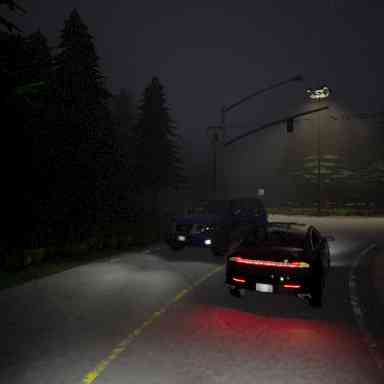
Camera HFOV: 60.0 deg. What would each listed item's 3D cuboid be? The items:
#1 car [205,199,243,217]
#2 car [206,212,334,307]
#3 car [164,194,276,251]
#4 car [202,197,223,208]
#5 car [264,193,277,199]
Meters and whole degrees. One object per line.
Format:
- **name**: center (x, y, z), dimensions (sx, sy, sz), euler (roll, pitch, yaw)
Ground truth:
- **car**: center (3.006, 1.518, 32.772), dimensions (2.128, 1.511, 4.902), euler (0, 0, -15)
- **car**: center (2.296, 1.492, 8.128), dimensions (2.128, 1.511, 4.902), euler (0, 0, 25)
- **car**: center (1.233, 1.222, 13.562), dimensions (2.150, 2.045, 5.566), euler (0, 0, 35)
- **car**: center (3.067, 1.533, 48.877), dimensions (1.837, 1.490, 4.892), euler (-1, -1, 20)
- **car**: center (14.821, 1.237, 66.217), dimensions (2.150, 2.045, 5.566), euler (0, 0, 44)
